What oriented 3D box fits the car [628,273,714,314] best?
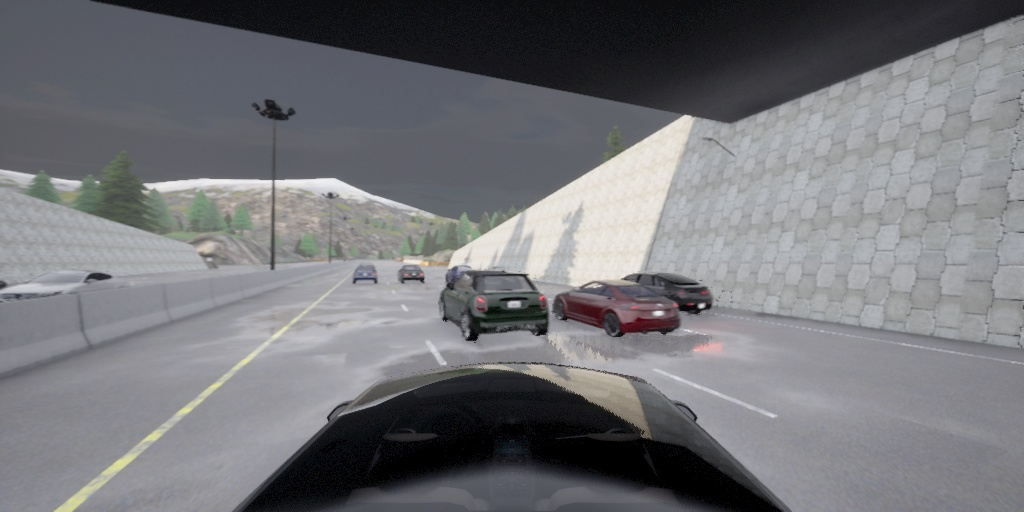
[{"bbox_3d":[5.348,1.385,14.047,1.837,1.490,4.892,0,0,-22],"label":"car"}]

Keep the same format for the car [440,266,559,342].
[{"bbox_3d":[-0.727,1.170,10.375,2.097,1.767,4.553,0,-1,-21],"label":"car"}]

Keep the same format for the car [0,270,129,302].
[{"bbox_3d":[-17.527,1.293,14.256,1.812,1.442,4.674,0,-1,-22],"label":"car"}]

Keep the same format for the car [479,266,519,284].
[{"bbox_3d":[-1.209,1.587,30.653,1.895,1.301,4.718,0,-1,-22],"label":"car"}]

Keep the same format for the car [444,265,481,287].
[{"bbox_3d":[-3.953,1.476,28.072,1.812,1.442,4.674,0,-1,-22],"label":"car"}]

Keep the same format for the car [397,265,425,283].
[{"bbox_3d":[-8.501,1.492,30.061,2.033,1.411,5.357,0,0,-22],"label":"car"}]

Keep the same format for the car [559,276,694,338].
[{"bbox_3d":[2.887,1.404,10.745,1.994,1.385,4.181,0,-1,-22],"label":"car"}]

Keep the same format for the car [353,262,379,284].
[{"bbox_3d":[-11.897,1.468,29.137,2.033,1.411,5.357,0,-1,-22],"label":"car"}]

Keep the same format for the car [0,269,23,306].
[{"bbox_3d":[-20.643,1.264,12.617,1.812,1.442,4.674,0,-1,-22],"label":"car"}]
